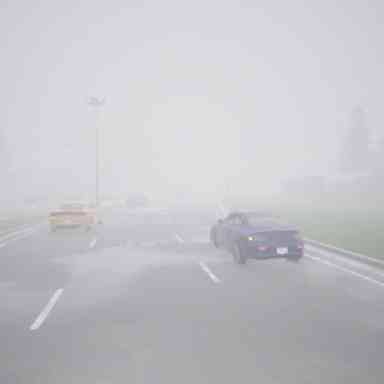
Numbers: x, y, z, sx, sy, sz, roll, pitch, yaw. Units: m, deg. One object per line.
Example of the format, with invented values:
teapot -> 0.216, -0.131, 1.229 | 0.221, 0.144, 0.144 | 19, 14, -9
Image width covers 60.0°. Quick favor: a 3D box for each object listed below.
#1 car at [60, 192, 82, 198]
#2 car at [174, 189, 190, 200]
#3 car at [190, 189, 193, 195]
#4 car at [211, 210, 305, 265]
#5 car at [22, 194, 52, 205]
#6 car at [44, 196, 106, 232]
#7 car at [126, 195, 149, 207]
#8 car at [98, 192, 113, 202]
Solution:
car -> -17.427, 0.823, 48.095 | 2.128, 1.511, 4.902 | -1, 1, 3
car -> -1.882, 0.499, 55.726 | 1.812, 1.442, 4.674 | -1, 1, 3
car -> -0.902, 0.042, 79.191 | 1.812, 1.442, 4.674 | -1, 1, 3
car -> 1.911, 1.294, 10.755 | 1.812, 1.442, 4.674 | -1, 1, -10
car -> -21.050, 0.978, 45.539 | 2.033, 1.411, 5.357 | -1, 1, 3
car -> -6.184, 1.218, 18.176 | 1.882, 1.535, 5.008 | -1, 1, -6
car -> -6.173, 0.964, 38.160 | 1.895, 1.301, 4.718 | -1, 1, 2
car -> -13.725, 0.774, 51.914 | 1.994, 1.385, 4.181 | -1, 1, 3
